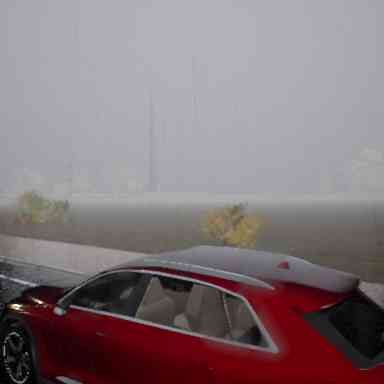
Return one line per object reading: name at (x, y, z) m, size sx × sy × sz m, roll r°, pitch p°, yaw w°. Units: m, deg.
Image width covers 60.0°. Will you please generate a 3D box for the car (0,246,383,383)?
car at (-0.262, 1.459, 3.747) m, size 4.856 × 1.649 × 2.033 m, roll -1°, pitch -1°, yaw 35°
